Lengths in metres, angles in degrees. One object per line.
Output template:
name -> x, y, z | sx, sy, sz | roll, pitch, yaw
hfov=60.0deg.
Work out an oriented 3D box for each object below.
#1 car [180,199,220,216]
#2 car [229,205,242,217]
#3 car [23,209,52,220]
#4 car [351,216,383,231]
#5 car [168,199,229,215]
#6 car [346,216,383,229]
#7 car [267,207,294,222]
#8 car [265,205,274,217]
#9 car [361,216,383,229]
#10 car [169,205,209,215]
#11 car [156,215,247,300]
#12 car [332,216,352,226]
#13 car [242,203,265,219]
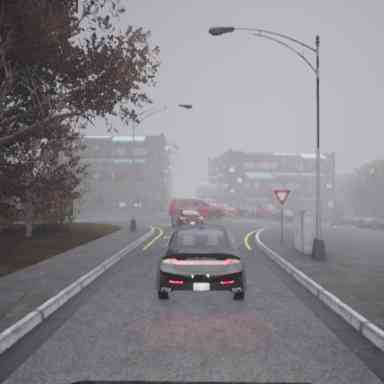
car -> 0.908, 1.889, 41.996 | 2.435, 2.045, 5.566 | 1, -2, -31
car -> 3.774, 2.173, 42.653 | 2.185, 1.767, 4.553 | 4, -3, -32
car -> -17.686, 2.470, 35.146 | 5.008, 1.535, 1.882 | -2, -1, 23
car -> 20.585, 3.609, 36.757 | 4.674, 1.442, 1.812 | 5, -2, -11
car -> 0.422, 1.715, 32.802 | 5.566, 2.045, 2.150 | 1, 0, -8
car -> 24.431, 4.272, 46.794 | 2.002, 1.452, 4.674 | 7, -3, -31
car -> 11.725, 2.965, 38.922 | 4.718, 1.301, 1.895 | 5, -2, -11
car -> 12.535, 3.104, 44.620 | 1.946, 1.575, 5.366 | 6, -3, -31
car -> 27.297, 4.509, 47.517 | 1.946, 1.575, 5.366 | 6, -3, -31
car -> -0.327, 1.873, 23.685 | 1.812, 1.442, 4.674 | 0, -1, -9
car -> 0.215, 1.571, 8.551 | 2.128, 1.511, 4.902 | 0, -1, 1
car -> 21.473, 3.990, 46.210 | 2.002, 1.452, 4.674 | 6, -3, -31
car -> 6.734, 2.417, 43.222 | 2.185, 1.767, 4.553 | 6, -3, -32
